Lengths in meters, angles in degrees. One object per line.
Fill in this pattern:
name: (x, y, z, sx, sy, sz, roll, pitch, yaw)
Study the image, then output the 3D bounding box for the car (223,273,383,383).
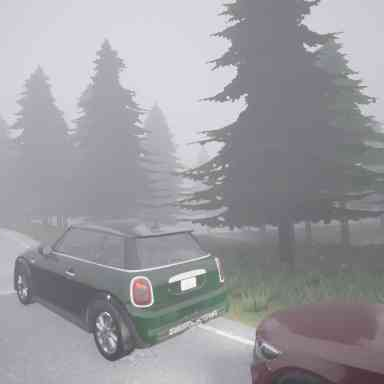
car: (2.749, 1.531, 2.595, 4.674, 1.442, 1.812, 1, 0, 36)

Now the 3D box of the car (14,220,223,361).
car: (-1.577, 1.308, 6.219, 4.553, 1.767, 2.097, 1, 1, 44)
